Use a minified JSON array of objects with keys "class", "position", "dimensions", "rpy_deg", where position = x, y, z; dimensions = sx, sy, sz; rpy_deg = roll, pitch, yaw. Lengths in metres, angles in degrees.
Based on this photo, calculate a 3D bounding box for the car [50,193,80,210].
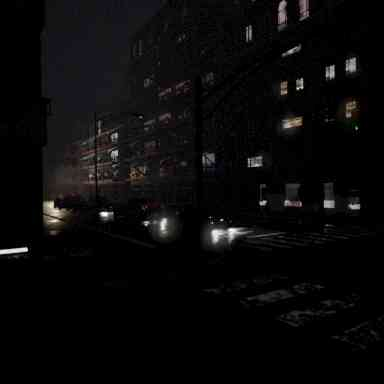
[{"class":"car","position":[-15.755,1.313,41.124],"dimensions":[1.967,1.590,4.097],"rpy_deg":[-1,1,-35]}]

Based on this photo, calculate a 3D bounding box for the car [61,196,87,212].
[{"class":"car","position":[-12.533,1.448,36.443],"dimensions":[2.008,1.369,4.403],"rpy_deg":[-1,1,-35]}]

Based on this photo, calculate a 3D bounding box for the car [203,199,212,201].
[{"class":"car","position":[0.894,1.360,31.894],"dimensions":[1.887,1.381,4.507],"rpy_deg":[-1,1,-35]}]

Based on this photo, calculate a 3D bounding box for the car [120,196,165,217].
[{"class":"car","position":[-4.204,1.258,28.899],"dimensions":[2.097,1.767,4.553],"rpy_deg":[-1,1,-35]}]

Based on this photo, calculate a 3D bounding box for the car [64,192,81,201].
[{"class":"car","position":[-24.961,0.935,69.280],"dimensions":[2.192,1.841,5.009],"rpy_deg":[-1,1,-35]}]

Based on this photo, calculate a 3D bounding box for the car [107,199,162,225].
[{"class":"car","position":[-4.301,1.509,24.251],"dimensions":[1.887,1.381,4.507],"rpy_deg":[-1,1,-35]}]

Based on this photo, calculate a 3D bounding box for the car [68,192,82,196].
[{"class":"car","position":[-19.698,1.209,56.885],"dimensions":[2.128,1.511,4.902],"rpy_deg":[-1,1,-35]}]

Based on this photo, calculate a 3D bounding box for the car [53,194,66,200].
[{"class":"car","position":[-31.401,1.124,78.645],"dimensions":[2.008,1.369,4.403],"rpy_deg":[-1,1,-35]}]

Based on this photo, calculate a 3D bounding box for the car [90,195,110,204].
[{"class":"car","position":[-15.392,1.217,55.378],"dimensions":[1.752,1.417,4.829],"rpy_deg":[-1,1,-35]}]

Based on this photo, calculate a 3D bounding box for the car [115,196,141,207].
[{"class":"car","position":[-8.950,1.266,46.016],"dimensions":[1.752,1.417,4.829],"rpy_deg":[-1,1,-35]}]

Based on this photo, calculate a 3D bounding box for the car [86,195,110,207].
[{"class":"car","position":[-13.746,1.267,48.323],"dimensions":[1.837,1.490,4.892],"rpy_deg":[-1,1,-34]}]

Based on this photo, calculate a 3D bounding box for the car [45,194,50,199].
[{"class":"car","position":[-34.719,1.075,83.466],"dimensions":[1.752,1.417,4.829],"rpy_deg":[-1,1,-35]}]

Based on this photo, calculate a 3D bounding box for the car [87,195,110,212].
[{"class":"car","position":[-9.800,1.426,37.045],"dimensions":[1.994,1.385,4.181],"rpy_deg":[-1,1,-35]}]

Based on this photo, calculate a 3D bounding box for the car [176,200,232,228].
[{"class":"car","position":[0.690,1.508,21.793],"dimensions":[1.994,1.385,4.181],"rpy_deg":[-1,1,-34]}]
